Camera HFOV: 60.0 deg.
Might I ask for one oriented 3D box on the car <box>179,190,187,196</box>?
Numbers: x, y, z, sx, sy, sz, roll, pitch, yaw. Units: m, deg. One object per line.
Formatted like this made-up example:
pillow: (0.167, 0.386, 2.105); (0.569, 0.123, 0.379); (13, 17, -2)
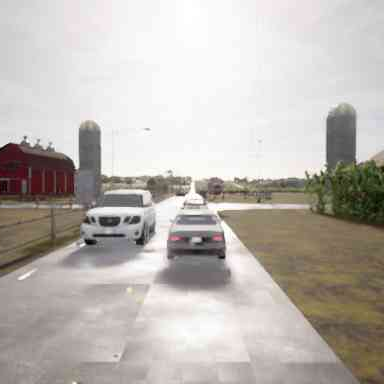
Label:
car: (-2.392, 0.214, 86.822); (1.882, 1.535, 5.008); (0, 0, 0)

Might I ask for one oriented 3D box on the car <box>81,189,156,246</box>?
car: (-2.781, 0.919, 13.930); (2.150, 2.045, 5.566); (0, 1, 0)

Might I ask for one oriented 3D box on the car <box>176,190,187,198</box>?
car: (-2.456, 0.513, 71.232); (1.895, 1.301, 4.718); (0, 0, 0)

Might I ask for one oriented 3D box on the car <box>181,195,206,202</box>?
car: (0.228, 1.122, 23.759); (1.895, 1.301, 4.718); (0, 1, 1)

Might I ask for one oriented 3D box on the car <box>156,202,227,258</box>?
car: (0.143, 1.293, 11.540); (2.033, 1.411, 5.357); (0, 1, 0)
